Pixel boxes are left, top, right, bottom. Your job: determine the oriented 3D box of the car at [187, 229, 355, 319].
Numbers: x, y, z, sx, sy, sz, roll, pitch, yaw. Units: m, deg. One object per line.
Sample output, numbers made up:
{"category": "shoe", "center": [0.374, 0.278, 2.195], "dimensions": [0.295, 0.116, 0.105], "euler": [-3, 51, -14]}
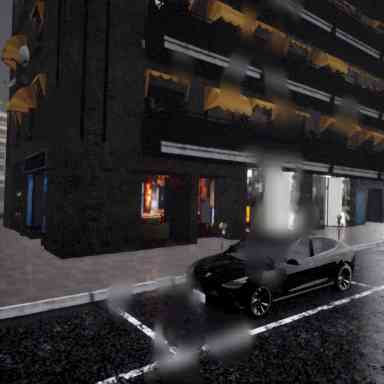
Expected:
{"category": "car", "center": [1.928, 1.570, 7.441], "dimensions": [4.313, 1.339, 1.947], "euler": [0, 2, -35]}
